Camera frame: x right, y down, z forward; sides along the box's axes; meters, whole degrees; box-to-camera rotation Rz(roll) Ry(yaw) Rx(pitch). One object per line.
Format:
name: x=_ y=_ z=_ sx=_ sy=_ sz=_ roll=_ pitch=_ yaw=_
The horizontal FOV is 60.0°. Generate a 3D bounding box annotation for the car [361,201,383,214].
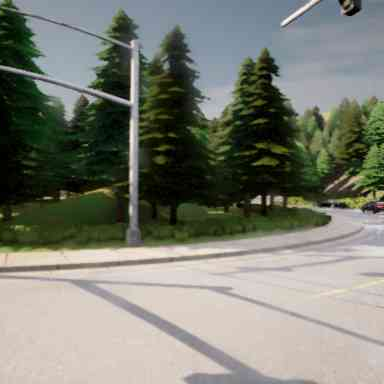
car: x=21.098 y=1.713 z=38.040 sx=1.812 sy=1.442 sz=4.674 roll=1 pitch=0 yaw=5

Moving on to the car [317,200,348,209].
car: x=20.266 y=1.784 z=48.329 sx=1.895 sy=1.301 sz=4.718 roll=1 pitch=0 yaw=-15
